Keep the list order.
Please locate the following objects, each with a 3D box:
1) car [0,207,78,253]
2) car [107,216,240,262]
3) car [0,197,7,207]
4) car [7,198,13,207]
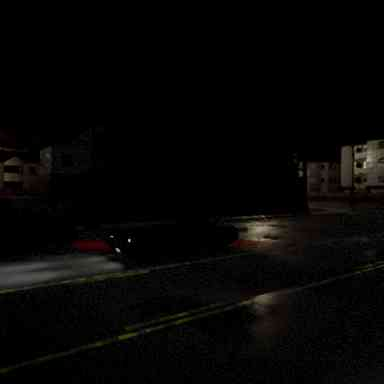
[{"bbox_3d":[-6.767,1.473,12.050,5.008,1.535,1.882,0,0,-35],"label":"car"},{"bbox_3d":[-0.598,1.579,12.132,4.718,1.301,1.895,0,0,-35],"label":"car"},{"bbox_3d":[-16.010,1.152,24.358,3.806,1.475,1.970,0,0,-35],"label":"car"},{"bbox_3d":[-19.828,0.801,31.580,5.027,1.636,2.152,1,-1,-35],"label":"car"}]
